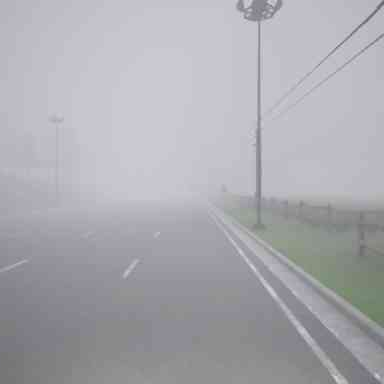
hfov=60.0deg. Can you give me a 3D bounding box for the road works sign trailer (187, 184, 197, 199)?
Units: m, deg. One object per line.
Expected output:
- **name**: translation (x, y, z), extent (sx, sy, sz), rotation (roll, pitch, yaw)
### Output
- **road works sign trailer**: translation (0.002, -0.129, 77.112), extent (2.380, 3.560, 2.880), rotation (0, 0, 0)
